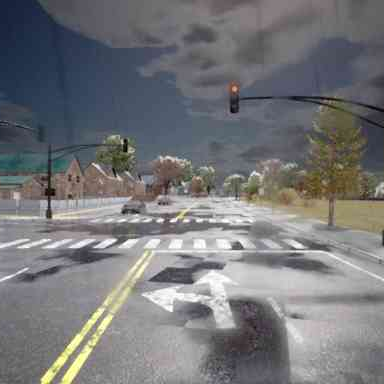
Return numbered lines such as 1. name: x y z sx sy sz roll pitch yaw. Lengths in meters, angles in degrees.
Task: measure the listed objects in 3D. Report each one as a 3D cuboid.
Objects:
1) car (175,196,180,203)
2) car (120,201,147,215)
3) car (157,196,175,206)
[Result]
1. car: -3.661 1.657 72.934 1.812 1.442 4.674 0 0 4
2. car: -5.882 1.593 34.363 2.033 1.411 5.357 0 0 2
3. car: -4.745 1.644 57.522 2.033 1.411 5.357 0 0 3
